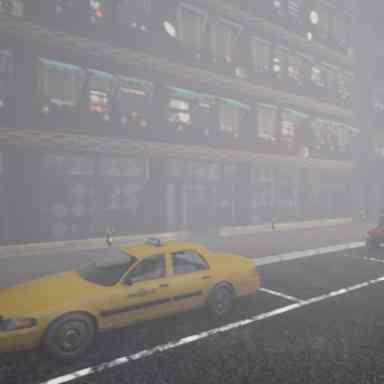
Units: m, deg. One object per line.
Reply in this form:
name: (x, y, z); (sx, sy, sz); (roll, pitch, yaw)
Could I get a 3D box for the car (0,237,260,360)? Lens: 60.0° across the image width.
car: (-0.902, 1.523, 5.914); (4.829, 1.417, 1.752); (0, 0, -36)

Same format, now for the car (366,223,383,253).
car: (8.255, 1.533, 12.448); (4.507, 1.381, 1.887); (0, 0, -36)
